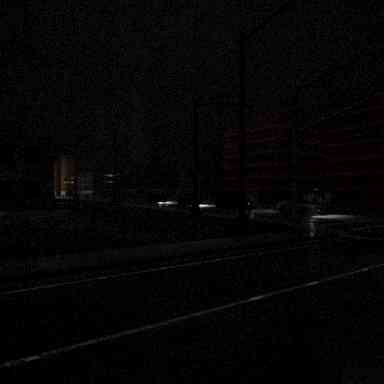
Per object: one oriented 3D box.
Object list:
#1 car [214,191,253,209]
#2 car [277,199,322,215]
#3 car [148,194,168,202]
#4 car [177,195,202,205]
[{"bbox_3d":[4.972,0.950,40.670,2.150,2.045,5.566,0,1,-35],"label":"car"},{"bbox_3d":[10.446,1.393,32.665,1.812,1.442,4.674,0,1,-34],"label":"car"},{"bbox_3d":[-5.832,0.956,56.465,1.994,1.385,4.181,0,1,-34],"label":"car"},{"bbox_3d":[-0.379,1.126,48.481,1.994,1.385,4.181,0,1,-34],"label":"car"}]
